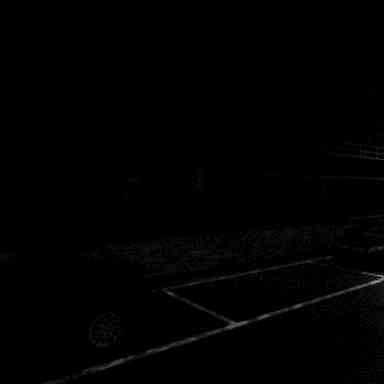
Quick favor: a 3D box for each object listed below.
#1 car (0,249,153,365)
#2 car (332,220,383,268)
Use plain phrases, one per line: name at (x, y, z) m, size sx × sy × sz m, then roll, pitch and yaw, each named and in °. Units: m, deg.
car at (-2.735, 1.546, 4.588) m, size 4.507 × 1.381 × 1.887 m, roll 0°, pitch 0°, yaw -36°
car at (6.462, 1.618, 11.150) m, size 4.206 × 1.307 × 1.802 m, roll 0°, pitch 0°, yaw -36°
